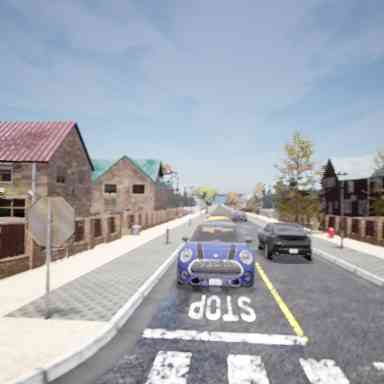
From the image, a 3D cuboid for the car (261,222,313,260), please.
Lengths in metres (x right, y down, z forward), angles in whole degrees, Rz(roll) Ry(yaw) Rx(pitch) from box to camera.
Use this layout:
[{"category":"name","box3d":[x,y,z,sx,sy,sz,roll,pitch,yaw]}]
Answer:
[{"category":"car","box3d":[4.209,2.168,15.535,1.837,1.490,4.892,1,-2,5]}]

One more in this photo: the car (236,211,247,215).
[{"category":"car","box3d":[6.735,3.409,46.251,2.033,1.411,5.357,1,-2,5]}]

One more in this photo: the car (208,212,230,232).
[{"category":"car","box3d":[2.531,2.720,30.984,1.837,1.490,4.892,1,-2,5]}]

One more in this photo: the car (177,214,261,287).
[{"category":"car","box3d":[0.822,1.775,10.678,2.097,1.767,4.553,1,-2,6]}]

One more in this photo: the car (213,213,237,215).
[{"category":"car","box3d":[1.681,2.294,20.756,1.882,1.535,5.008,1,-2,5]}]
